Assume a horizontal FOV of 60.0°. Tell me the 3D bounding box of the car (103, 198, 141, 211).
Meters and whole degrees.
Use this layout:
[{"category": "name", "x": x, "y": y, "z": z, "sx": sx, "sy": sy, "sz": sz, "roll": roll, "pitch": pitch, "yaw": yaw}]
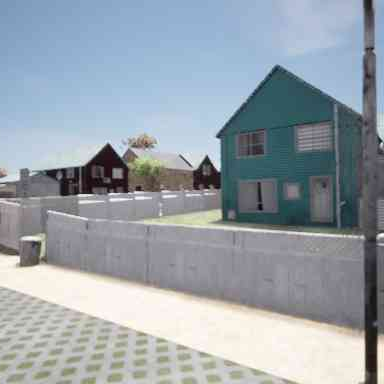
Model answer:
[{"category": "car", "x": -6.545, "y": 0.908, "z": 29.419, "sx": 2.097, "sy": 1.767, "sz": 4.553, "roll": -2, "pitch": 0, "yaw": 35}]
